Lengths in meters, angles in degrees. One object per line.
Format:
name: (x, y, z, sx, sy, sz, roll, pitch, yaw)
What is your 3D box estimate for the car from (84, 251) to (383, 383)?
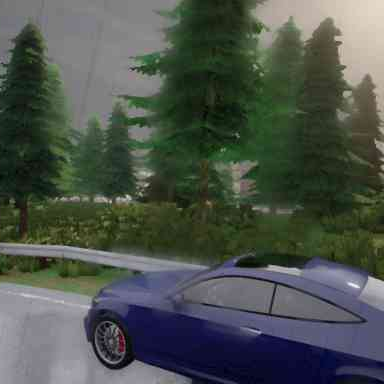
car: (0.770, 1.499, 4.089, 4.674, 1.442, 1.812, 1, 1, 31)
